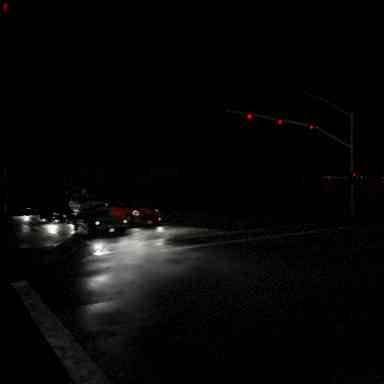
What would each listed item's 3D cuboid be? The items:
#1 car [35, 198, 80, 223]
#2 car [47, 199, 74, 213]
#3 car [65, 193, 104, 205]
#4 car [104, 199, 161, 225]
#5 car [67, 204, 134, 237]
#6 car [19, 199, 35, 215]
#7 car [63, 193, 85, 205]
[{"bbox_3d":[-10.610,1.509,26.038,1.837,1.490,4.892,-1,0,-36],"label":"car"},{"bbox_3d":[-15.397,1.582,38.749,1.895,1.301,4.718,-1,0,-35],"label":"car"},{"bbox_3d":[-9.542,1.198,30.551,2.150,2.045,5.566,-1,0,-36],"label":"car"},{"bbox_3d":[-3.961,1.323,22.765,2.097,1.767,4.553,-1,0,-36],"label":"car"},{"bbox_3d":[-5.216,1.601,18.439,1.895,1.301,4.718,-1,0,-34],"label":"car"},{"bbox_3d":[-16.641,1.514,34.464,1.837,1.490,4.892,-1,0,-36],"label":"car"},{"bbox_3d":[-20.863,1.151,58.713,2.150,2.045,5.566,-1,0,-36],"label":"car"}]
